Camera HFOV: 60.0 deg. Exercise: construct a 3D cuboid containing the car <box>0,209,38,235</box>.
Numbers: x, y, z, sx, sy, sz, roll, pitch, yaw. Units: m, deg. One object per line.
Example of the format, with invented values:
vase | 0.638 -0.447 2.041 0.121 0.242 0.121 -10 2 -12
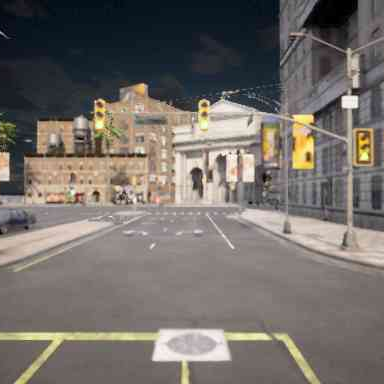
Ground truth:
car | -11.591 1.752 20.685 2.033 1.411 5.357 0 -1 0
